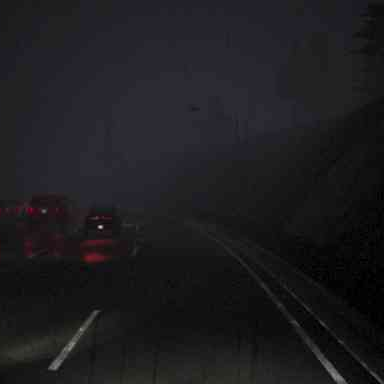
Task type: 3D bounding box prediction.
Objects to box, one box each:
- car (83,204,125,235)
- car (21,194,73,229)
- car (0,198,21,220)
[{"bbox_3d":[-4.884,1.445,18.540,1.837,1.490,4.892,0,0,-11],"label":"car"},{"bbox_3d":[-9.073,1.172,21.591,2.150,2.045,5.566,0,0,-14],"label":"car"},{"bbox_3d":[-14.397,1.309,26.722,2.097,1.767,4.553,0,0,-19],"label":"car"}]
